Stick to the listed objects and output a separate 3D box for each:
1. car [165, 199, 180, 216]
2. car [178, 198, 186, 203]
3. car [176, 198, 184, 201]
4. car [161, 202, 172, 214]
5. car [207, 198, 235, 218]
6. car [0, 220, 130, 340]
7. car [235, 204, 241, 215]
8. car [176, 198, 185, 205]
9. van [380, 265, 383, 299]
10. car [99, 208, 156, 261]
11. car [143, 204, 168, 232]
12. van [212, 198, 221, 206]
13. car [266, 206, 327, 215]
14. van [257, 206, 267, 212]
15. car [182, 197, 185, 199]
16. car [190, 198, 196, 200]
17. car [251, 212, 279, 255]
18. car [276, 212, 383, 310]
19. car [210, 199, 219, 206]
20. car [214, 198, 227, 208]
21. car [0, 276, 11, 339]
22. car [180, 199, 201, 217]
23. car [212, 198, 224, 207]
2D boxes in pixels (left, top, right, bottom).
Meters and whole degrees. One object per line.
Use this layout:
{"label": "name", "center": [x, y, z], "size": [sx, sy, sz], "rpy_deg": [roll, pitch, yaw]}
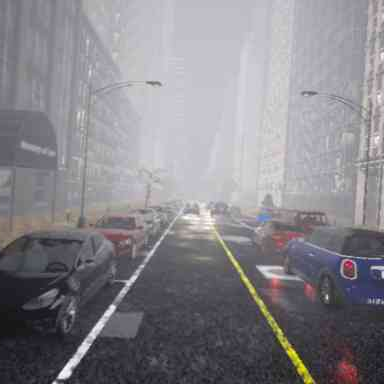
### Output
{"label": "car", "center": [-2.621, 1.695, 34.851], "size": [2.008, 1.369, 4.403], "rpy_deg": [3, -1, 0]}
{"label": "car", "center": [-2.539, 2.175, 86.001], "size": [1.947, 1.339, 4.313], "rpy_deg": [3, -1, 0]}
{"label": "car", "center": [-2.602, 1.799, 46.217], "size": [2.008, 1.369, 4.403], "rpy_deg": [3, -1, 0]}
{"label": "car", "center": [-2.641, 1.623, 23.484], "size": [1.802, 1.307, 4.206], "rpy_deg": [3, -1, 0]}
{"label": "car", "center": [3.110, 1.889, 37.054], "size": [2.097, 1.767, 4.553], "rpy_deg": [4, -1, 1]}
{"label": "car", "center": [-2.667, 1.450, 6.434], "size": [1.947, 1.339, 4.313], "rpy_deg": [3, -1, 0]}
{"label": "car", "center": [5.760, 2.344, 46.199], "size": [2.008, 1.369, 4.403], "rpy_deg": [3, -1, 0]}
{"label": "car", "center": [-2.555, 2.031, 74.465], "size": [1.752, 1.417, 4.829], "rpy_deg": [3, -1, 0]}
{"label": "van", "center": [5.708, 1.771, 6.417], "size": [1.690, 1.788, 3.998], "rpy_deg": [3, -1, 0]}
{"label": "car", "center": [-2.657, 1.481, 12.117], "size": [1.887, 1.381, 4.507], "rpy_deg": [3, -1, 0]}
{"label": "car", "center": [-2.649, 1.539, 17.801], "size": [2.008, 1.369, 4.403], "rpy_deg": [3, -1, 0]}
{"label": "van", "center": [5.827, 2.445, 80.302], "size": [1.690, 1.788, 3.998], "rpy_deg": [3, -1, 0]}
{"label": "car", "center": [5.727, 1.849, 17.784], "size": [2.192, 1.841, 5.009], "rpy_deg": [3, -1, 0]}
{"label": "van", "center": [5.735, 1.927, 23.467], "size": [1.690, 1.788, 3.998], "rpy_deg": [3, -1, 0]}
{"label": "car", "center": [-2.586, 1.934, 57.584], "size": [1.802, 1.307, 4.206], "rpy_deg": [3, -1, 0]}
{"label": "car", "center": [0.145, 2.186, 77.509], "size": [1.882, 1.535, 5.008], "rpy_deg": [4, 0, 0]}
{"label": "car", "center": [3.857, 1.911, 14.778], "size": [1.812, 1.442, 4.674], "rpy_deg": [4, -1, 1]}
{"label": "car", "center": [3.933, 1.686, 8.737], "size": [2.097, 1.767, 4.553], "rpy_deg": [4, -1, 0]}
{"label": "car", "center": [5.831, 2.595, 85.984], "size": [1.967, 1.590, 4.097], "rpy_deg": [3, -1, 0]}
{"label": "car", "center": [5.810, 2.316, 68.935], "size": [2.192, 1.841, 5.009], "rpy_deg": [3, -1, 0]}
{"label": "car", "center": [-2.676, 1.383, 0.750], "size": [2.008, 1.369, 4.403], "rpy_deg": [3, -1, 0]}
{"label": "car", "center": [0.008, 1.881, 36.775], "size": [2.033, 1.411, 5.357], "rpy_deg": [4, -1, 1]}
{"label": "car", "center": [5.819, 2.368, 74.619], "size": [2.192, 1.841, 5.009], "rpy_deg": [3, -1, 0]}
